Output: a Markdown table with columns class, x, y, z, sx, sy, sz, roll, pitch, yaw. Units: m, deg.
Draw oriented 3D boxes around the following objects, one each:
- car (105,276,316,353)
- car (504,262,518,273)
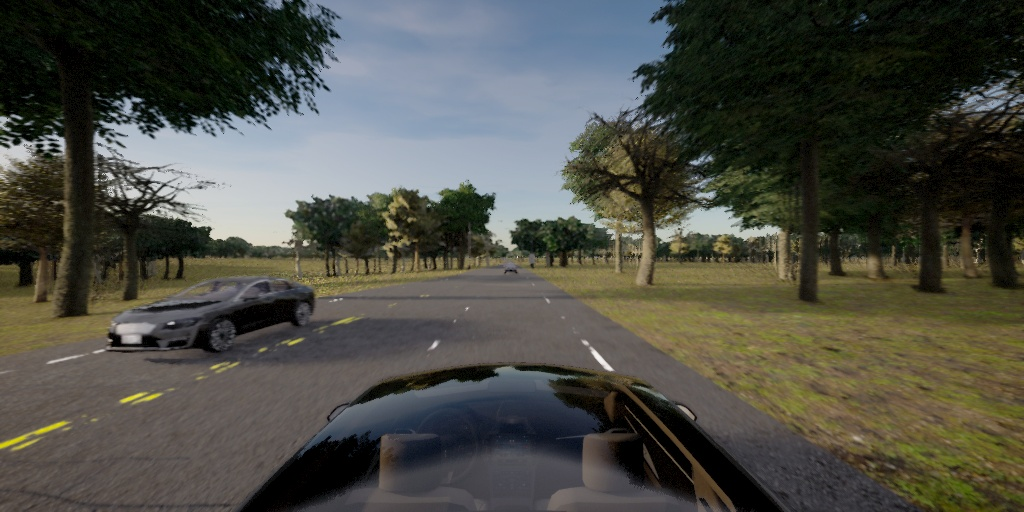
| class | x | y | z | sx | sy | sz | roll | pitch | yaw |
| --- | --- | --- | --- | --- | --- | --- | --- | --- | --- |
| car | -6.956 | 1.284 | 9.038 | 2.128 | 1.511 | 4.902 | 0 | 0 | 1 |
| car | -0.168 | 1.768 | 51.609 | 2.033 | 1.411 | 5.357 | 0 | -1 | 0 |
